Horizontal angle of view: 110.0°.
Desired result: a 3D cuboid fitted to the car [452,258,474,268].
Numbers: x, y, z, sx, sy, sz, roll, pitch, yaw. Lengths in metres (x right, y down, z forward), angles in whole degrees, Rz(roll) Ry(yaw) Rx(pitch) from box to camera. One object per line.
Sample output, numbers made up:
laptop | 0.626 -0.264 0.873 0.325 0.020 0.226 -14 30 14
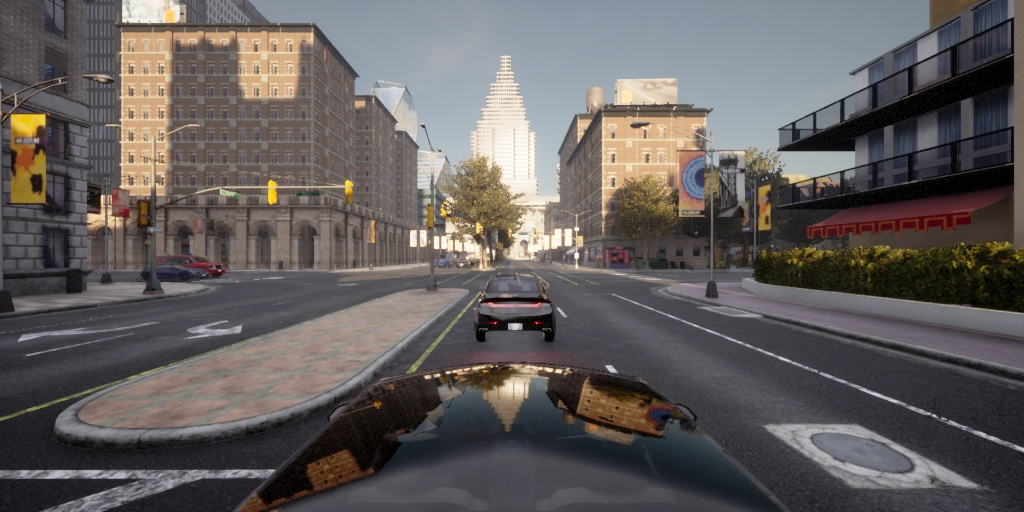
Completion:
car | -8.045 1.241 59.624 2.128 1.511 4.902 0 0 0

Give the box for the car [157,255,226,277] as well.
car | -29.458 0.970 32.772 5.566 2.045 2.150 0 0 1

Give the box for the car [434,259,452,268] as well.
car | -11.541 1.227 60.040 1.882 1.535 5.008 0 0 0

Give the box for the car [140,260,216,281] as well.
car | -27.478 1.276 29.262 4.674 1.442 1.812 0 0 0

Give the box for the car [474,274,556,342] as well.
car | 0.081 1.241 9.806 2.128 1.511 4.902 0 0 0
